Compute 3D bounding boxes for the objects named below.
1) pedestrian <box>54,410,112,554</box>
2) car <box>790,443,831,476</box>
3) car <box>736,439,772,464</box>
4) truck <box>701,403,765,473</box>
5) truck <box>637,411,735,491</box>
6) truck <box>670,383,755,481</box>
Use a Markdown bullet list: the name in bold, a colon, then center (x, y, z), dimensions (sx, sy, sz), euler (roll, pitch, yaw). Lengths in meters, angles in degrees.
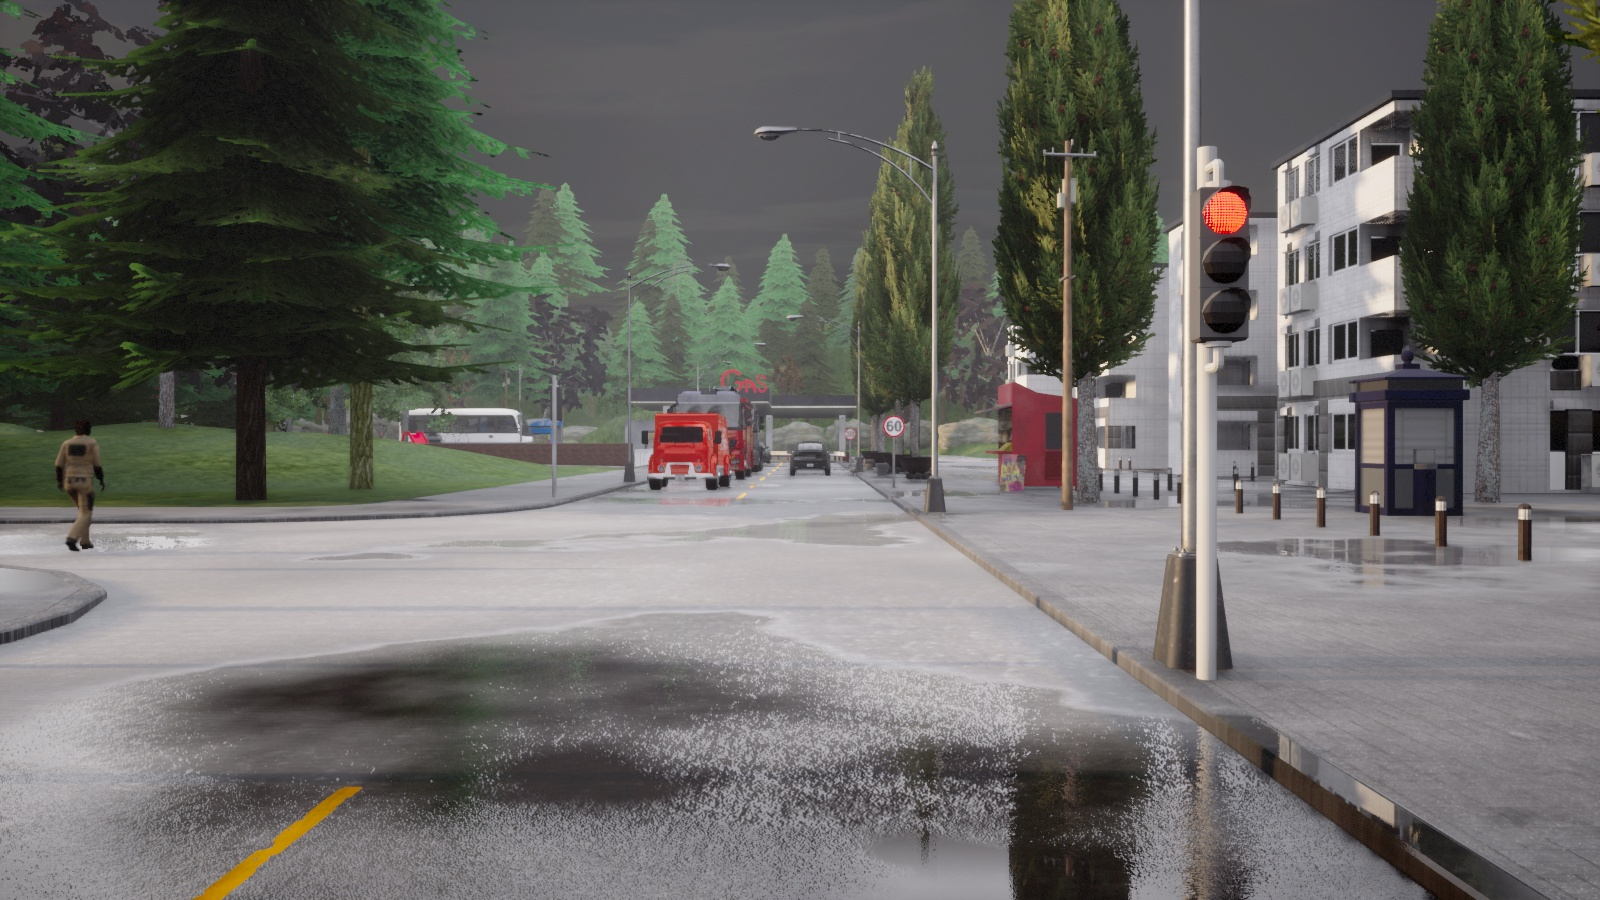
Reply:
- **pedestrian**: center (-9.778, 0.424, 17.141), dimensions (0.396, 1.930, 0.692), euler (0, 0, 1)
- **car**: center (0.481, 0.418, 59.118), dimensions (1.837, 1.490, 4.892), euler (0, 0, 1)
- **car**: center (-3.314, 0.096, 89.826), dimensions (2.097, 1.767, 4.553), euler (0, 0, -8)
- **truck**: center (-3.454, -0.615, 66.338), dimensions (2.891, 3.462, 7.936), euler (0, 1, 0)
- **truck**: center (-3.652, 0.024, 41.332), dimensions (2.627, 2.467, 5.204), euler (0, 0, 1)
- **truck**: center (-3.575, -0.721, 53.228), dimensions (2.891, 3.827, 8.468), euler (0, 0, 1)
